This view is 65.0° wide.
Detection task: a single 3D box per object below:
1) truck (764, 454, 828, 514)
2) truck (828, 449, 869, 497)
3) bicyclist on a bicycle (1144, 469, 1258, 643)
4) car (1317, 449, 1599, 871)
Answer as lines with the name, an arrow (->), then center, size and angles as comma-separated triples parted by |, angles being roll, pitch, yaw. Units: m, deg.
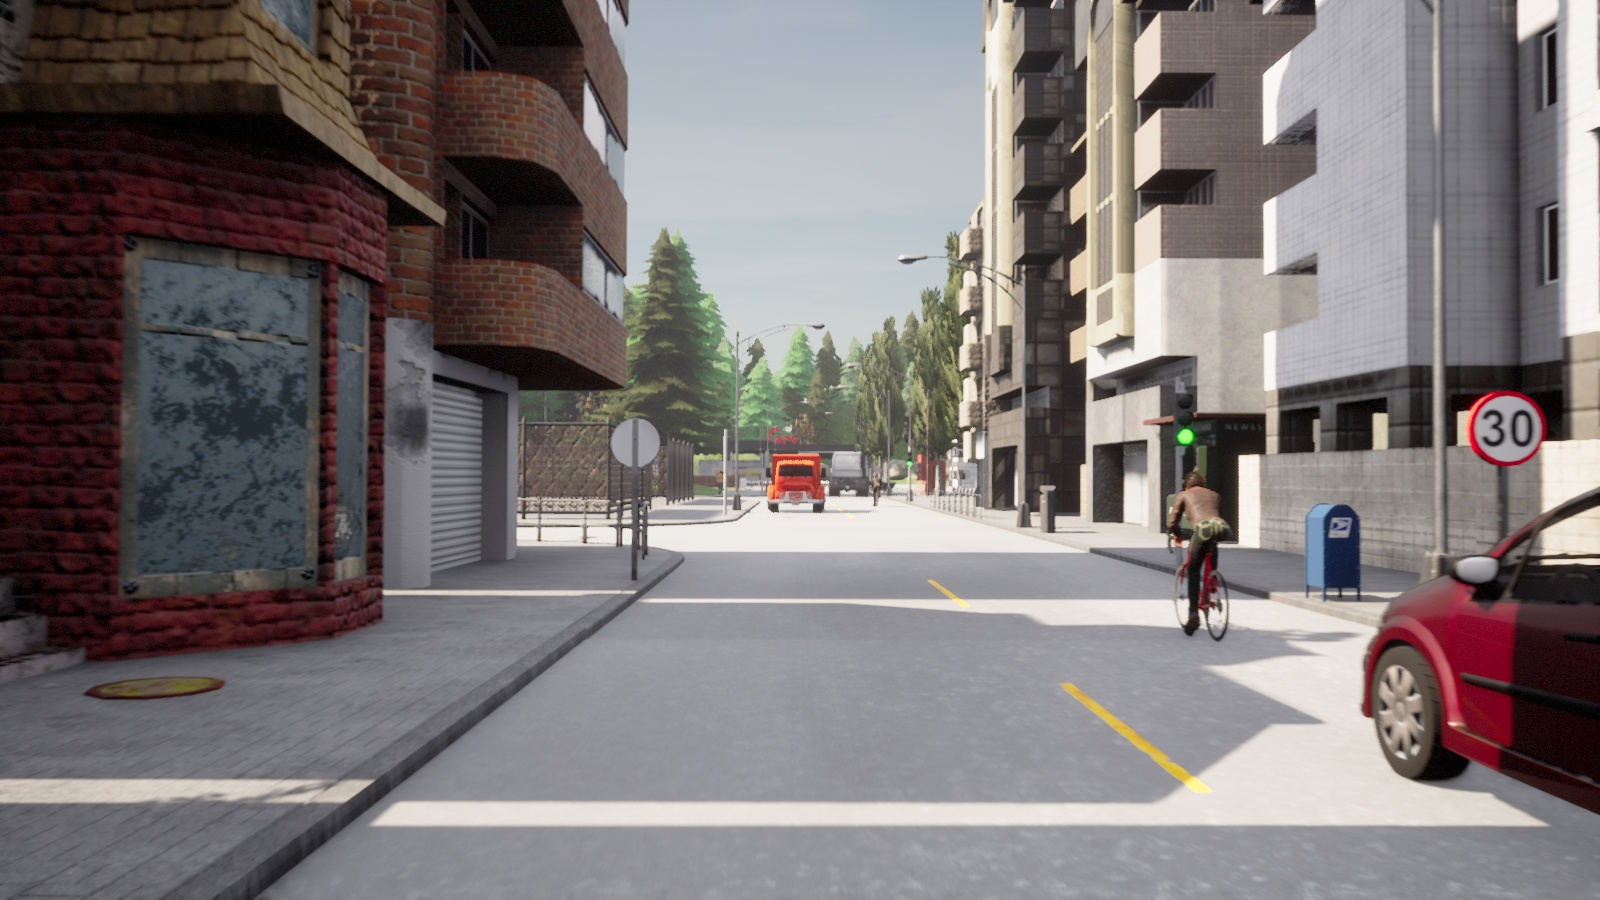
truck -> -0.157, 1.447, 54.553 | 2.627, 2.467, 5.204 | 0, -1, 0
truck -> 3.710, 1.757, 94.802 | 2.891, 3.462, 7.936 | 0, -1, 4
bicyclist on a bicycle -> 3.978, 1.015, 12.582 | 0.582, 1.620, 1.656 | 0, -2, 0
car -> 3.987, 0.813, 5.406 | 1.851, 1.617, 3.988 | 0, -1, 0
